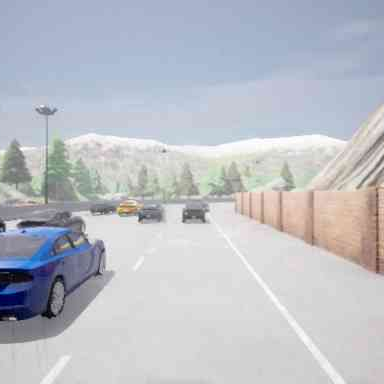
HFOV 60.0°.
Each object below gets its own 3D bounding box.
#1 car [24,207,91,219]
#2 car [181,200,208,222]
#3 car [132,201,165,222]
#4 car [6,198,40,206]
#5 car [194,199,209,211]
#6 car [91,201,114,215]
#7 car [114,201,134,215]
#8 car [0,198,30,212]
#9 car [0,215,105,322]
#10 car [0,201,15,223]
[{"bbox_3d":[-6.874,1.626,16.626,1.837,1.490,4.892,0,0,0],"label":"car"},{"bbox_3d":[0.143,1.693,27.918,1.837,1.490,4.892,0,0,0],"label":"car"},{"bbox_3d":[-3.358,1.686,28.226,2.128,1.511,4.902,0,0,0],"label":"car"},{"bbox_3d":[-20.557,1.775,40.640,1.882,1.535,5.008,0,0,6],"label":"car"},{"bbox_3d":[1.043,1.638,42.942,2.097,1.767,4.553,0,0,8],"label":"car"},{"bbox_3d":[-10.097,1.759,38.218,2.128,1.511,4.902,0,-1,4],"label":"car"},{"bbox_3d":[-6.698,1.731,36.665,1.882,1.535,5.008,0,-1,3],"label":"car"},{"bbox_3d":[-23.707,1.674,43.954,2.097,1.767,4.553,0,0,7],"label":"car"},{"bbox_3d":[-3.385,1.533,7.513,1.882,1.535,5.008,0,0,0],"label":"car"},{"bbox_3d":[-10.376,1.465,14.957,2.097,1.767,4.553,0,0,0],"label":"car"}]
